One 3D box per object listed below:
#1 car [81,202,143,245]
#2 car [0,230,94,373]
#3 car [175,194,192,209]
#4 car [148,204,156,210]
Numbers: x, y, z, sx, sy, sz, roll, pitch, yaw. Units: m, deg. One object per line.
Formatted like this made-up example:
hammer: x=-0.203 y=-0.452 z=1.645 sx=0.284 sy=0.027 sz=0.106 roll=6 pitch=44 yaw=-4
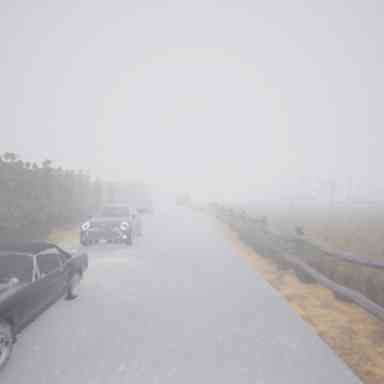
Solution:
car: x=-3.587 y=1.381 z=15.443 sx=2.097 sy=1.767 sz=4.553 roll=0 pitch=0 yaw=-2
car: x=-3.312 y=1.628 z=5.657 sx=1.895 sy=1.301 sz=4.718 roll=0 pitch=0 yaw=-2
car: x=-1.177 y=1.231 z=45.427 sx=2.150 sy=2.045 sz=5.566 roll=0 pitch=0 yaw=-2
car: x=-3.839 y=1.186 z=26.983 sx=2.033 sy=1.411 sz=5.357 roll=0 pitch=0 yaw=-2
